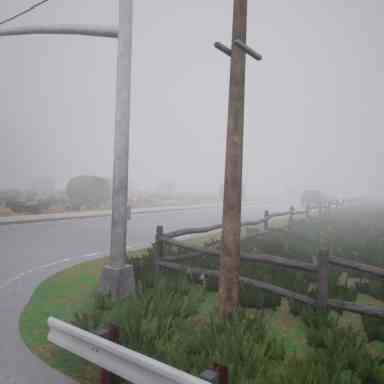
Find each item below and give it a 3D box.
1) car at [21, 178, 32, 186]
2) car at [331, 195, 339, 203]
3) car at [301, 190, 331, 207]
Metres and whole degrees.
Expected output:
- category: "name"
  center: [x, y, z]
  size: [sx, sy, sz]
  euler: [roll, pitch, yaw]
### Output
- category: "car"
  center: [-39.212, -2.341, 79.241]
  size: [1.905, 1.878, 3.866]
  euler: [8, 2, -13]
- category: "car"
  center: [21.133, 1.130, 50.746]
  size: [1.994, 1.385, 4.181]
  euler: [3, 2, 33]
- category: "car"
  center: [15.383, 0.808, 41.847]
  size: [2.150, 2.045, 5.566]
  euler: [3, 2, 34]
